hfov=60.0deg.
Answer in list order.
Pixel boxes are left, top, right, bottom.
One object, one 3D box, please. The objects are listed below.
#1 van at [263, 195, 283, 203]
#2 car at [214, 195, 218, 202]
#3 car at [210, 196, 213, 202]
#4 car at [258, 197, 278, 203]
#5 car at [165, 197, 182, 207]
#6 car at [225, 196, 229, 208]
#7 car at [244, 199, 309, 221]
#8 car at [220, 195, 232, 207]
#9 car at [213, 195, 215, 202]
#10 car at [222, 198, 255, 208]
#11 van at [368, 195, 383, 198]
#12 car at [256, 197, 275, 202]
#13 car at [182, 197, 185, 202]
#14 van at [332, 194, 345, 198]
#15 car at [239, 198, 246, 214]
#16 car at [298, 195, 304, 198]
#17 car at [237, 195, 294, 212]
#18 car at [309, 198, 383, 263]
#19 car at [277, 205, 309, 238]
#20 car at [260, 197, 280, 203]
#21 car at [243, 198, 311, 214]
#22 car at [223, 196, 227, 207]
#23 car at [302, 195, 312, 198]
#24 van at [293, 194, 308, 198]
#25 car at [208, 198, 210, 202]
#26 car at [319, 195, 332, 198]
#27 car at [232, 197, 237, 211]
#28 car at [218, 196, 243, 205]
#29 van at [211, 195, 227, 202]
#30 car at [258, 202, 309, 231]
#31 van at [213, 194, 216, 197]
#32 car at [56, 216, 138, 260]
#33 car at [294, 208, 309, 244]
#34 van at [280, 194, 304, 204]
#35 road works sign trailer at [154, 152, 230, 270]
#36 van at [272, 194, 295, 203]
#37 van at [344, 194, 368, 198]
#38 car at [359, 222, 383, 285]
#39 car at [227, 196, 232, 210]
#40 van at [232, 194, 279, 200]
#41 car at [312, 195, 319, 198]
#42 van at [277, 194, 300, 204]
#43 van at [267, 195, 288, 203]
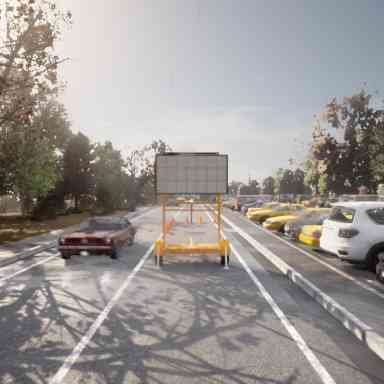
[{"bbox_3d":[20.651,1.749,84.861,4.442,1.987,1.878,0,-1,0],"label":"van"},{"bbox_3d":[7.045,1.672,57.401,5.366,1.575,1.946,0,0,0],"label":"car"},{"bbox_3d":[7.394,1.512,74.057,5.566,2.045,2.435,0,0,0],"label":"car"},{"bbox_3d":[20.575,2.093,90.396,5.008,1.535,2.097,0,-1,0],"label":"car"},{"bbox_3d":[-3.173,1.718,53.279,1.994,1.385,4.181,0,0,0],"label":"car"},{"bbox_3d":[7.088,1.630,43.519,4.792,1.488,2.163,0,0,0],"label":"car"},{"bbox_3d":[6.775,1.533,24.219,5.366,1.575,1.946,0,0,0],"label":"car"},{"bbox_3d":[6.977,1.627,49.073,5.366,1.575,1.946,0,0,0],"label":"car"},{"bbox_3d":[7.293,1.719,65.728,5.008,1.535,2.097,0,0,0],"label":"car"},{"bbox_3d":[7.192,1.646,51.847,4.892,1.521,2.231,0,0,0],"label":"car"},{"bbox_3d":[19.997,1.310,32.234,4.442,1.987,1.878,0,0,0],"label":"van"},{"bbox_3d":[20.598,2.155,93.291,5.008,1.535,2.097,0,-1,0],"label":"car"},{"bbox_3d":[-2.852,2.022,86.625,1.882,1.535,5.008,0,-1,0],"label":"car"},{"bbox_3d":[20.056,1.352,40.560,4.442,1.987,1.878,0,0,0],"label":"van"},{"bbox_3d":[6.998,1.536,29.638,4.892,1.521,2.231,0,0,0],"label":"car"},{"bbox_3d":[20.290,1.692,54.533,4.674,1.452,2.002,0,0,0],"label":"car"},{"bbox_3d":[7.058,1.418,32.418,4.553,1.767,2.185,0,0,0],"label":"car"},{"bbox_3d":[6.874,1.329,10.216,5.566,2.045,2.435,0,0,0],"label":"car"},{"bbox_3d":[6.897,1.563,15.769,4.892,1.521,2.231,0,0,0],"label":"car"},{"bbox_3d":[20.551,2.035,87.626,4.892,1.521,2.231,0,-1,0],"label":"car"},{"bbox_3d":[7.167,1.530,26.869,5.366,1.575,1.946,0,0,0],"label":"car"},{"bbox_3d":[7.111,1.645,46.295,4.792,1.488,2.163,0,0,0],"label":"car"},{"bbox_3d":[20.258,1.636,51.639,5.008,1.535,2.097,0,0,0],"label":"car"},{"bbox_3d":[20.426,1.441,57.304,4.442,1.987,1.878,0,0,0],"label":"van"},{"bbox_3d":[7.507,2.105,90.689,5.008,1.535,2.097,0,-1,0],"label":"car"},{"bbox_3d":[20.168,1.341,43.329,5.566,2.045,2.435,0,0,0],"label":"car"},{"bbox_3d":[7.079,1.586,35.190,4.792,1.488,2.163,0,0,0],"label":"car"},{"bbox_3d":[7.244,1.579,62.952,4.553,1.767,2.185,0,0,0],"label":"car"},{"bbox_3d":[7.641,1.939,93.469,4.442,1.987,1.878,0,-1,0],"label":"van"},{"bbox_3d":[6.728,1.550,18.546,5.366,1.575,1.946,0,0,0],"label":"car"},{"bbox_3d":[7.227,1.523,71.282,4.442,1.987,1.878,0,0,0],"label":"van"},{"bbox_3d":[-3.343,1.619,12.578,1.895,1.301,4.718,0,0,0],"label":"car"},{"bbox_3d":[7.054,1.568,12.991,5.366,1.575,1.946,0,0,0],"label":"car"},{"bbox_3d":[20.517,1.500,68.384,4.442,1.987,1.878,0,0,0],"label":"van"},{"bbox_3d":[-0.016,0.480,11.138,2.380,3.560,2.880,0,0,-1],"label":"road works sign trailer"},{"bbox_3d":[20.329,1.530,73.934,4.442,1.987,1.878,0,-1,0],"label":"van"},{"bbox_3d":[20.267,1.337,37.788,4.442,1.987,1.878,0,0,0],"label":"van"},{"bbox_3d":[6.829,1.590,7.441,5.008,1.535,2.097,0,0,0],"label":"car"},{"bbox_3d":[7.066,1.615,40.743,4.792,1.488,2.163,0,0,0],"label":"car"},{"bbox_3d":[7.189,1.345,37.967,4.442,1.987,1.878,0,0,0],"label":"van"},{"bbox_3d":[20.190,1.356,46.099,5.566,2.045,2.435,0,0,0],"label":"car"},{"bbox_3d":[20.538,1.514,71.029,4.442,1.987,1.878,0,0,0],"label":"van"},{"bbox_3d":[20.372,1.630,79.325,4.442,1.987,1.878,0,-1,0],"label":"van"}]
